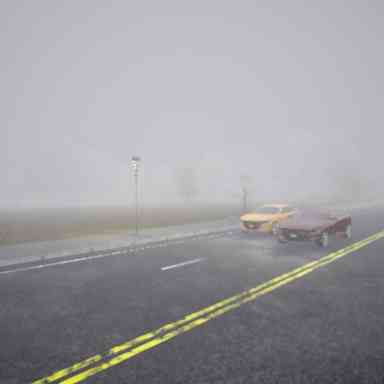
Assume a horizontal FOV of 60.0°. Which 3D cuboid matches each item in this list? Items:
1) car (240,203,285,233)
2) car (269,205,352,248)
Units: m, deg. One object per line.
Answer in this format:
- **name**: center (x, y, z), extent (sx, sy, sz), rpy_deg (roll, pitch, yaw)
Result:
- **car**: center (4.594, 1.426, 18.646), extent (1.882, 1.535, 5.008), rpy_deg (-1, 0, 41)
- **car**: center (5.572, 1.413, 14.804), extent (1.882, 1.535, 5.008), rpy_deg (-1, 0, 41)
